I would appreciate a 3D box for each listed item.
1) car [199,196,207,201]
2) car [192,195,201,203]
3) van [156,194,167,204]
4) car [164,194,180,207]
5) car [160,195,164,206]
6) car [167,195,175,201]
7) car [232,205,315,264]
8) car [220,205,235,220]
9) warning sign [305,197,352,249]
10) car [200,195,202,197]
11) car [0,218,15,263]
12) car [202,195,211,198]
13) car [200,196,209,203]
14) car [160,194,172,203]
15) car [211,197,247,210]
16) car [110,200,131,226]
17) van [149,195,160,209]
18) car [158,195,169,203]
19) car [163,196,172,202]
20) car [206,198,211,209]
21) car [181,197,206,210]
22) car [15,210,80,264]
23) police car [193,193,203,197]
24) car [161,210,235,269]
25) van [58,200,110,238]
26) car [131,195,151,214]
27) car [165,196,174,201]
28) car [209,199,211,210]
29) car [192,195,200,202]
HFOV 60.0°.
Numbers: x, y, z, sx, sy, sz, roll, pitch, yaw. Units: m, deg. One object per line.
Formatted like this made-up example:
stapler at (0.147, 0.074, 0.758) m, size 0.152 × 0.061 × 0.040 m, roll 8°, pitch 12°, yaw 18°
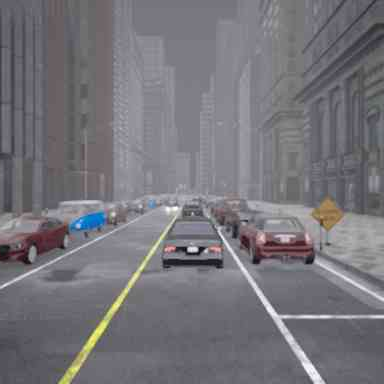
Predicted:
car at (2.759, 1.615, 85.044) m, size 1.802 × 1.307 × 4.206 m, roll 0°, pitch 0°, yaw 0°
car at (0.900, 1.480, 72.659) m, size 1.801 × 1.575 × 5.366 m, roll 0°, pitch 0°, yaw 0°
van at (-5.766, 1.359, 62.492) m, size 1.690 × 1.788 × 3.998 m, roll 0°, pitch 0°, yaw 0°
car at (-3.082, 1.502, 51.869) m, size 2.128 × 1.511 × 4.902 m, roll 0°, pitch 0°, yaw 0°
car at (-5.766, 1.537, 51.049) m, size 1.752 × 1.417 × 4.829 m, roll 0°, pitch 0°, yaw 0°
car at (-5.766, 1.589, 90.675) m, size 2.008 × 1.369 × 4.403 m, roll 0°, pitch 0°, yaw 0°
car at (2.759, 1.442, 11.771) m, size 1.967 × 1.590 × 4.097 m, roll 0°, pitch 0°, yaw 0°
car at (2.760, 1.569, 17.408) m, size 1.947 × 1.339 × 4.313 m, roll 0°, pitch 0°, yaw 0°
warning sign at (5.070, 1.118, 12.466) m, size 1.300 × 1.860 × 1.060 m, roll 0°, pitch 0°, yaw 0°
car at (2.759, 1.580, 56.862) m, size 1.947 × 1.339 × 4.313 m, roll 0°, pitch 0°, yaw 0°
car at (-5.766, 1.316, 6.125) m, size 2.192 × 1.841 × 5.009 m, roll 0°, pitch 0°, yaw 0°
car at (2.759, 1.450, 45.589) m, size 1.967 × 1.590 × 4.097 m, roll 0°, pitch 0°, yaw 0°
car at (2.759, 1.607, 73.771) m, size 1.802 × 1.307 × 4.206 m, roll 0°, pitch 0°, yaw 0°
car at (-5.767, 1.340, 73.765) m, size 2.192 × 1.841 × 5.009 m, roll 0°, pitch 0°, yaw 0°
car at (2.759, 1.319, 23.045) m, size 2.192 × 1.841 × 5.009 m, roll 0°, pitch 0°, yaw 0°
car at (-5.766, 1.445, 23.035) m, size 1.967 × 1.590 × 4.097 m, roll 0°, pitch 0°, yaw 0°
van at (-5.766, 1.351, 45.582) m, size 1.690 × 1.788 × 3.998 m, roll 0°, pitch 0°, yaw 0°
car at (-5.766, 1.462, 68.128) m, size 1.967 × 1.590 × 4.097 m, roll 0°, pitch 0°, yaw 0°
car at (-5.766, 1.595, 79.402) m, size 1.947 × 1.339 × 4.313 m, roll 0°, pitch 0°, yaw 0°
car at (2.760, 1.573, 34.317) m, size 1.947 × 1.339 × 4.313 m, roll 0°, pitch 0°, yaw 0°
car at (0.070, 1.512, 30.048) m, size 1.837 × 1.490 × 4.892 m, roll 0°, pitch 0°, yaw 0°
car at (-5.765, 1.547, 11.762) m, size 1.887 × 1.381 × 4.507 m, roll 0°, pitch 0°, yaw 0°
police car at (0.900, 1.443, 62.580) m, size 1.930 × 1.638 × 5.238 m, roll 0°, pitch 0°, yaw 0°
car at (0.045, 1.549, 11.188) m, size 2.033 × 1.411 × 5.357 m, roll 0°, pitch 0°, yaw 1°
van at (-5.766, 1.344, 17.399) m, size 1.690 × 1.788 × 3.998 m, roll 0°, pitch 0°, yaw 0°
car at (-5.766, 1.447, 34.309) m, size 1.967 × 1.590 × 4.097 m, roll 0°, pitch 0°, yaw 0°
car at (-5.766, 1.599, 85.038) m, size 1.947 × 1.339 × 4.313 m, roll 0°, pitch 0°, yaw 0°
car at (2.760, 1.550, 28.681) m, size 1.887 × 1.381 × 4.507 m, roll 0°, pitch 0°, yaw 0°
car at (0.900, 1.507, 78.470) m, size 1.882 × 1.535 × 5.008 m, roll 0°, pitch 0°, yaw 0°
